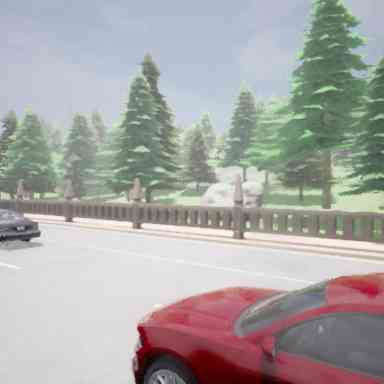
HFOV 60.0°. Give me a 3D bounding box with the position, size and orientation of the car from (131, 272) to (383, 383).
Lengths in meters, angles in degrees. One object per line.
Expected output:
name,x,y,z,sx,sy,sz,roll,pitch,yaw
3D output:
car,1.653,1.477,2.813,5.008,1.535,1.882,0,0,36

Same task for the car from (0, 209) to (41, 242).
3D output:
car,-8.772,1.463,14.550,5.357,1.411,2.033,0,0,36
